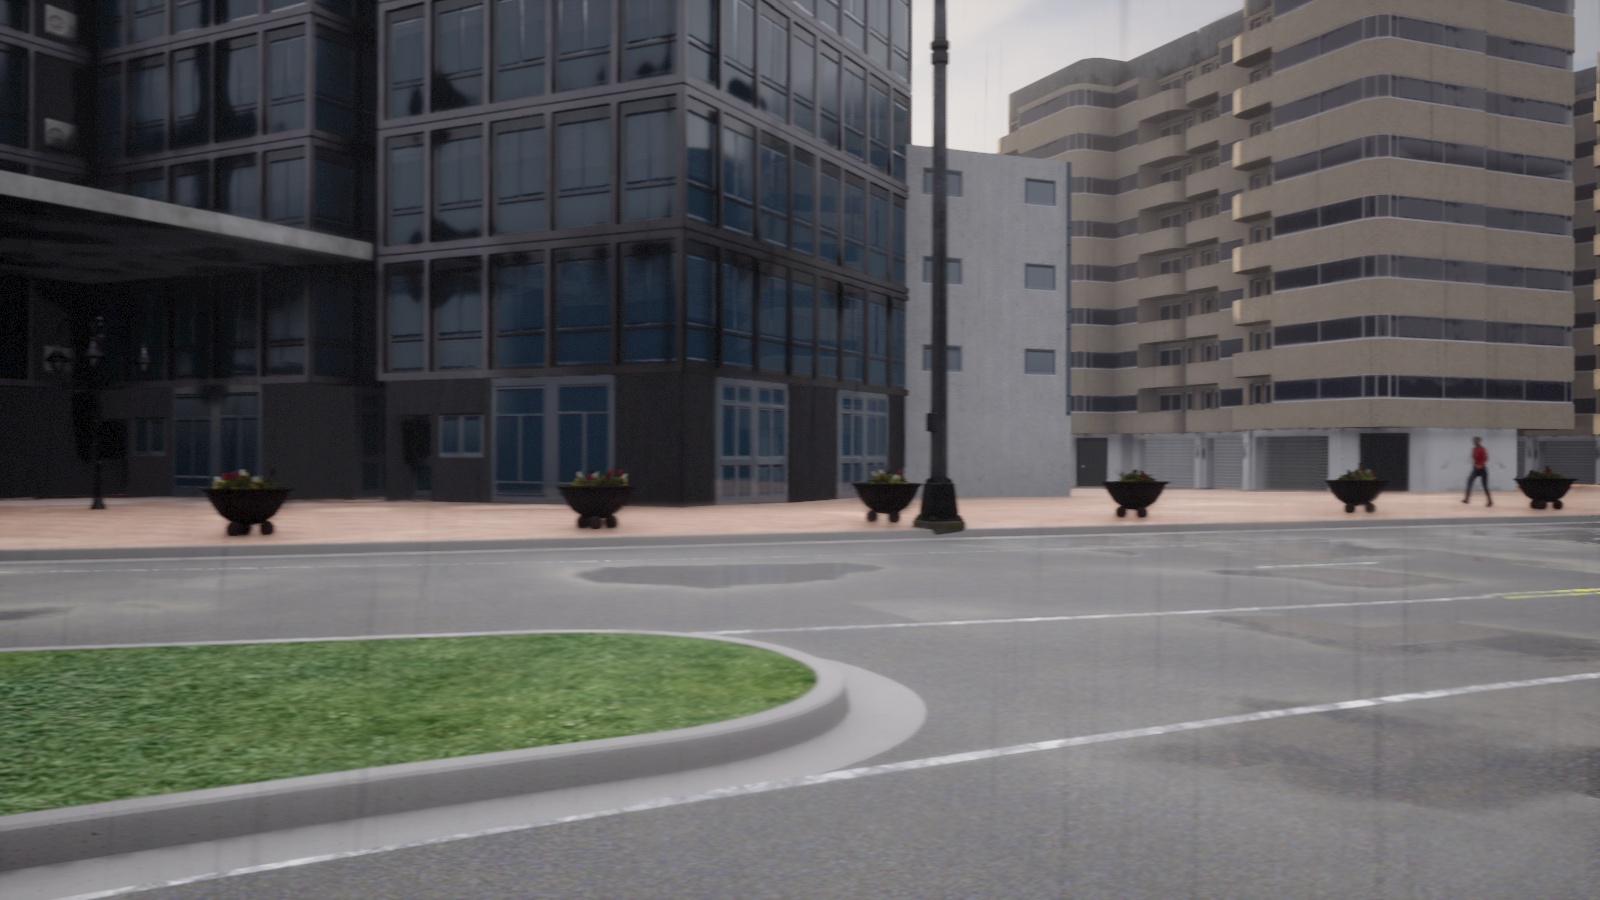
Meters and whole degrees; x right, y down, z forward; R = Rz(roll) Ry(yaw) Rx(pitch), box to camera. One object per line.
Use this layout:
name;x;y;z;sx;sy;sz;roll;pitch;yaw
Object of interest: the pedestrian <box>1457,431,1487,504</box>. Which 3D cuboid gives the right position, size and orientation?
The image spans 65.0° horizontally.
pedestrian;17.078;0.449;31.900;0.636;1.846;0.331;0;0;-20
